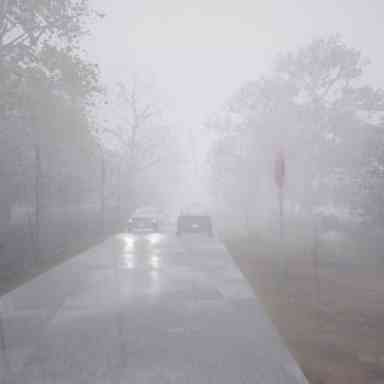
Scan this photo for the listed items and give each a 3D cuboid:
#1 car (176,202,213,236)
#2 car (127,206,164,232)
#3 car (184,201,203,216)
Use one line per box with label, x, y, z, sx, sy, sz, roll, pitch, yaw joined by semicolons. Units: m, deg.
car;0.133;1.564;19.119;1.882;1.535;5.008;0;0;0
car;-2.821;1.629;21.036;1.812;1.442;4.674;0;-1;0
car;0.216;1.811;37.748;2.033;1.411;5.357;0;-1;1
